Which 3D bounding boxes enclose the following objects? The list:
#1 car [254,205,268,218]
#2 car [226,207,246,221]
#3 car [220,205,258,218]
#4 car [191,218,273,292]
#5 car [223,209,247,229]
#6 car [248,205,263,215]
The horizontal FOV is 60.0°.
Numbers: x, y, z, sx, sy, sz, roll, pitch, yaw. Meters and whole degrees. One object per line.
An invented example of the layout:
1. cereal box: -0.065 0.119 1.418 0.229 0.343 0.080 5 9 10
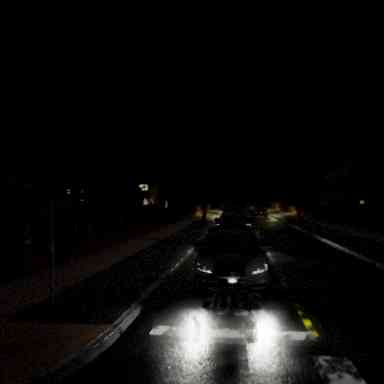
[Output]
1. car: 8.548 2.555 41.888 2.033 1.411 5.357 -1 -2 8
2. car: 5.107 2.505 38.269 2.033 1.411 5.357 -1 -2 8
3. car: 2.371 1.822 18.802 2.097 1.767 4.553 -1 -2 8
4. car: 1.153 1.753 9.711 1.837 1.490 4.892 -1 -1 6
5. car: 3.657 2.223 27.983 1.812 1.442 4.674 -1 -2 8
6. car: 10.080 2.845 52.978 2.033 1.411 5.357 -1 -2 8
